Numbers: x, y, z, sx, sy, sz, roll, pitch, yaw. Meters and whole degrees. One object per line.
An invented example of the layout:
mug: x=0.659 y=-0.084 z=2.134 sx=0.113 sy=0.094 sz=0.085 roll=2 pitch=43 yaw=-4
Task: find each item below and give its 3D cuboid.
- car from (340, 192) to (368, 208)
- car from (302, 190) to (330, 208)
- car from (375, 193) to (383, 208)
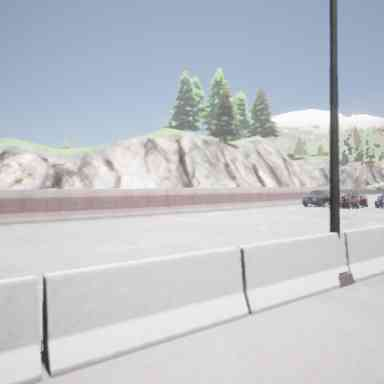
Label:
car: x=18.501 y=0.849 z=38.203 sx=2.097 sy=1.767 sz=4.553 roll=0 pitch=1 yaw=42
car: x=15.201 y=0.741 z=39.737 sx=2.150 sy=2.045 sz=5.566 roll=0 pitch=1 yaw=43
car: x=21.686 y=0.828 z=36.487 sx=2.097 sy=1.767 sz=4.553 roll=0 pitch=1 yaw=42
